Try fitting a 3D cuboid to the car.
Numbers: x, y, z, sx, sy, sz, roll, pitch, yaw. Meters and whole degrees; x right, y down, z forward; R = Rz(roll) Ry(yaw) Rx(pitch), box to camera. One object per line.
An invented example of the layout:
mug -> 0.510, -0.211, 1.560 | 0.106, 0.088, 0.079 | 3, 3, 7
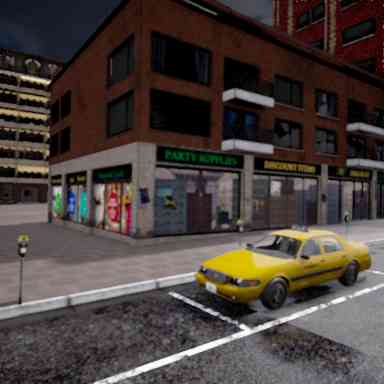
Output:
car -> 2.332, 1.489, 7.744 | 4.829, 1.417, 1.752 | 0, 2, -36
